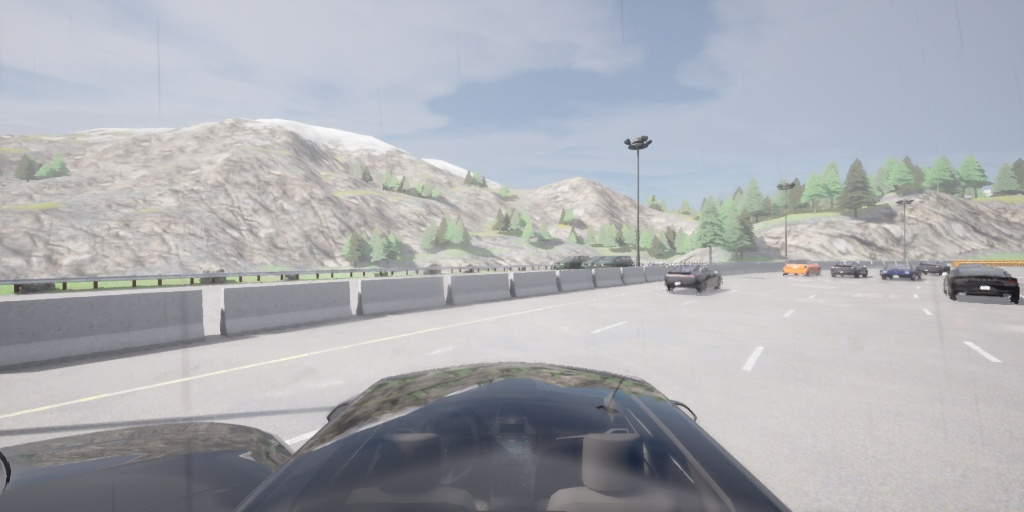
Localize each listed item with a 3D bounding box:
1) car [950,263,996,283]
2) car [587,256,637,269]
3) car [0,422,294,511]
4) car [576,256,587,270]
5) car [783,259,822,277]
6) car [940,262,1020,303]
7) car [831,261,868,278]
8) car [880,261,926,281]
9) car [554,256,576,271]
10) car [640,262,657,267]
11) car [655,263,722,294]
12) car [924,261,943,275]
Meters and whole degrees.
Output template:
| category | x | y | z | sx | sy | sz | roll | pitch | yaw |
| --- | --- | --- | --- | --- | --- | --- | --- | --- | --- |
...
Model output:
| category | x | y | z | sx | sy | sz | roll | pitch | yaw |
| --- | --- | --- | --- | --- | --- | --- | --- | --- | --- |
| car | 36.590 | 1.314 | 28.441 | 4.181 | 1.385 | 1.994 | 0 | 0 | -35 |
| car | 11.422 | 0.973 | 40.382 | 5.566 | 2.045 | 2.150 | 0 | 0 | -39 |
| car | -2.982 | 1.255 | 0.524 | 4.892 | 1.490 | 1.837 | 0 | 0 | -45 |
| car | 10.983 | 0.977 | 44.522 | 5.566 | 2.045 | 2.150 | 0 | 0 | -38 |
| car | 29.344 | 1.106 | 36.180 | 4.553 | 1.767 | 2.097 | 0 | 0 | -36 |
| car | 21.885 | 1.228 | 16.863 | 5.008 | 1.535 | 1.882 | 1 | 0 | -42 |
| car | 31.370 | 1.242 | 33.338 | 4.902 | 1.511 | 2.128 | 0 | 0 | -35 |
| car | 32.304 | 1.351 | 29.728 | 4.718 | 1.301 | 1.895 | 0 | 0 | -35 |
| car | 7.961 | 0.976 | 46.589 | 5.566 | 2.045 | 2.150 | 1 | 0 | -39 |
| car | 15.420 | 1.351 | 39.109 | 4.718 | 1.301 | 1.895 | 0 | 0 | -38 |
| car | 10.409 | 1.242 | 20.472 | 4.902 | 1.511 | 2.128 | 0 | 0 | -44 |
| car | 43.308 | 1.242 | 36.862 | 4.902 | 1.511 | 2.128 | 0 | 0 | -31 |
